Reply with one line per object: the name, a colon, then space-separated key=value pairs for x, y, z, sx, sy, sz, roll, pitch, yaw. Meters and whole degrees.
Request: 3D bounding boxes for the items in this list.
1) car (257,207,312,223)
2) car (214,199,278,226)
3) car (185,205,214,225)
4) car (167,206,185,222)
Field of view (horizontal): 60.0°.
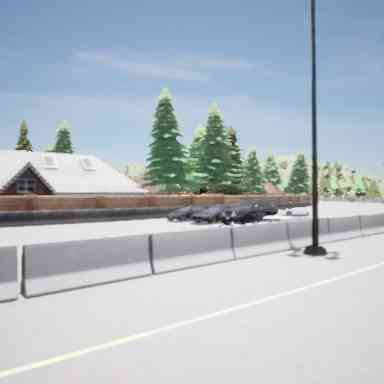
car: x=6.932 y=1.897 z=23.242 sx=4.718 sy=1.301 sz=1.895 roll=1 pitch=-1 yaw=-43
car: x=4.576 y=1.553 z=25.836 sx=5.566 sy=2.045 sz=2.150 roll=1 pitch=-1 yaw=-43
car: x=2.266 y=1.938 z=28.458 sx=5.357 sy=1.411 sz=2.033 roll=0 pitch=-1 yaw=-43
car: x=-0.182 y=1.968 z=30.964 sx=4.674 sy=1.442 sz=1.812 roll=1 pitch=-1 yaw=-43
